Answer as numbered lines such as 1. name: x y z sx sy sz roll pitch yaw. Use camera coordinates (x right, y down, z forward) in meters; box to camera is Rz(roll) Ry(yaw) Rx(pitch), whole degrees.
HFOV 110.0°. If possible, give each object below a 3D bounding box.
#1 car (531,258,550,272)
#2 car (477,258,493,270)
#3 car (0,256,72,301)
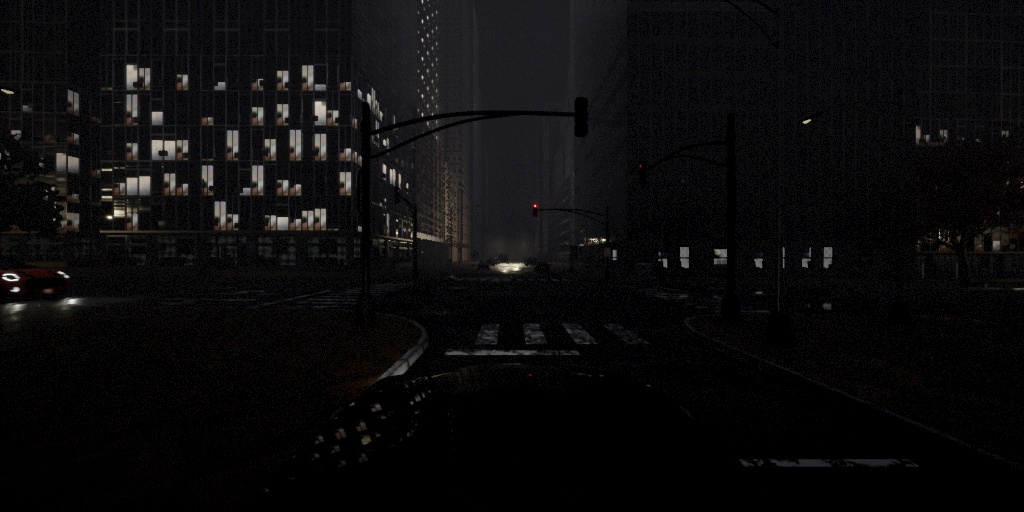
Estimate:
1. car: 3.880 1.329 46.591 1.948 1.339 4.313 0 0 0
2. car: -4.079 1.342 52.076 1.802 1.307 4.207 0 0 0
3. car: -20.294 0.751 13.873 4.553 1.767 2.097 1 0 -3
